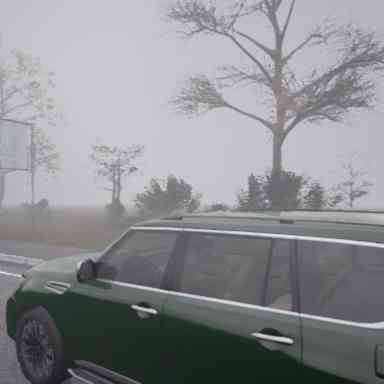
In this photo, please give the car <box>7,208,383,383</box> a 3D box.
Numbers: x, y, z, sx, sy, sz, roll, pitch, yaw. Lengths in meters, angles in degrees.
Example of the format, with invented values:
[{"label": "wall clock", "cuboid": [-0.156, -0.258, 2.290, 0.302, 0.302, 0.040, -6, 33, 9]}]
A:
[{"label": "car", "cuboid": [0.268, 1.210, 3.647, 5.566, 2.045, 2.150, 0, 0, 35]}]
